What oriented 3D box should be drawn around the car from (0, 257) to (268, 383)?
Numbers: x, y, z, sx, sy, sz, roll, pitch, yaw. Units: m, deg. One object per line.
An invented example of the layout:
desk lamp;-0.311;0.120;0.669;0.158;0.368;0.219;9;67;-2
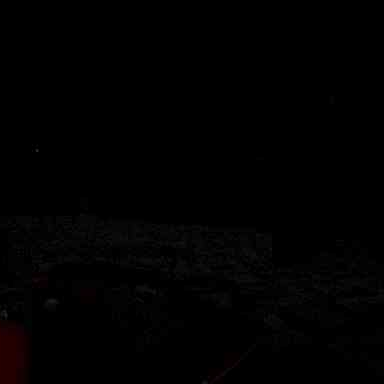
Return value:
car;-1.380;1.554;3.948;4.507;1.381;1.887;0;0;36
